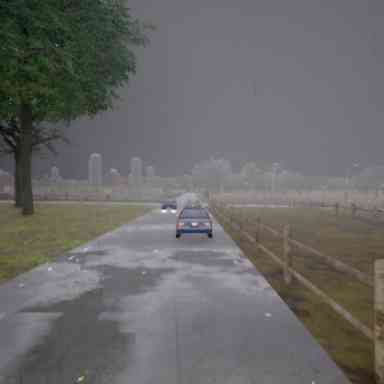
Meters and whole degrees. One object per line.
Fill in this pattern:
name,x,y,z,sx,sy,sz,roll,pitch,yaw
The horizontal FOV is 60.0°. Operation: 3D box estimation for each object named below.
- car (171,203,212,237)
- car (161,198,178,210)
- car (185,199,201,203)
car,0.103,1.531,17.855,2.033,1.411,5.357,0,0,0
car,-2.776,1.480,42.157,2.033,1.411,5.357,0,0,0
car,0.104,1.507,37.672,1.994,1.385,4.181,0,0,0
